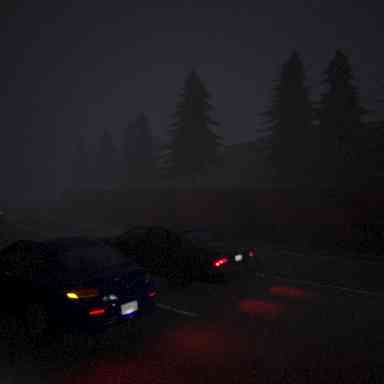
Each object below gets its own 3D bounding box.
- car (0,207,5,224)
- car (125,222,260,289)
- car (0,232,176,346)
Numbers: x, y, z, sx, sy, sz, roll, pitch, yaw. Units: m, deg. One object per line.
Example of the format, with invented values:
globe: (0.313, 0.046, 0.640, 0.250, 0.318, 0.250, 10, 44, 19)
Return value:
car: (-15.145, 1.566, 24.642, 1.812, 1.442, 4.674, 0, 0, -37)
car: (-0.835, 1.569, 9.290, 5.357, 1.411, 2.033, 0, 0, 40)
car: (-2.691, 1.538, 6.367, 4.674, 1.442, 1.812, 0, 0, 40)
